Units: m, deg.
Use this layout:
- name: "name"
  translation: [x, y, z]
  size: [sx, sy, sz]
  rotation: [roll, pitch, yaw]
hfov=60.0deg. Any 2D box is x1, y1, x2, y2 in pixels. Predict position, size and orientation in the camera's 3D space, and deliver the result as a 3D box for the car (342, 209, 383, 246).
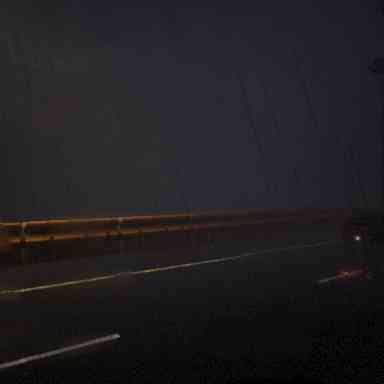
- name: "car"
  translation: [8.291, 1.513, 14.148]
  size: [4.892, 1.490, 1.837]
  rotation: [0, 0, -36]
